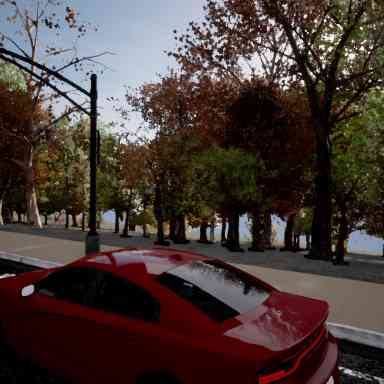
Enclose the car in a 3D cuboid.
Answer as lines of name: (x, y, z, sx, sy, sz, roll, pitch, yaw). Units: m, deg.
car: (-0.849, 1.477, 4.283, 5.008, 1.535, 1.882, 0, 0, 35)
